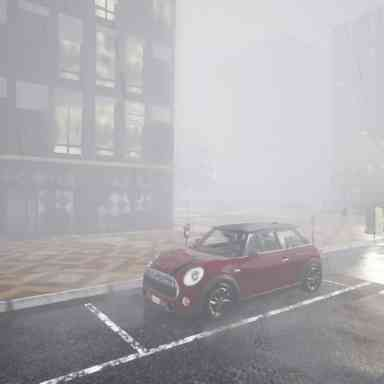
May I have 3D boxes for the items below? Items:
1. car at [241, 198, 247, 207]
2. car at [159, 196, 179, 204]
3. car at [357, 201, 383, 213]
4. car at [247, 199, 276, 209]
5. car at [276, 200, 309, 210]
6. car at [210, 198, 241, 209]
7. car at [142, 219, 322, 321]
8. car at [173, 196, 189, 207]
[{"bbox_3d":[7.881,1.725,56.133,1.967,1.590,4.097,1,-1,-35],"label":"car"},{"bbox_3d":[-5.249,1.724,74.631,2.192,1.841,5.009,1,-1,-35],"label":"car"},{"bbox_3d":[21.011,1.730,37.637,1.947,1.339,4.313,1,-1,-35],"label":"car"},{"bbox_3d":[11.164,1.799,51.509,1.887,1.381,4.507,1,-1,-35],"label":"car"},{"bbox_3d":[14.445,1.806,46.884,1.802,1.307,4.206,1,-1,-35],"label":"car"},{"bbox_3d":[4.327,1.677,46.662,2.008,1.369,4.403,1,-1,-35],"label":"car"},{"bbox_3d":[0.960,1.442,7.241,4.097,1.590,1.967,0,1,-36],"label":"car"},{"bbox_3d":[-2.238,1.733,55.910,1.887,1.381,4.507,1,-1,-35],"label":"car"}]
